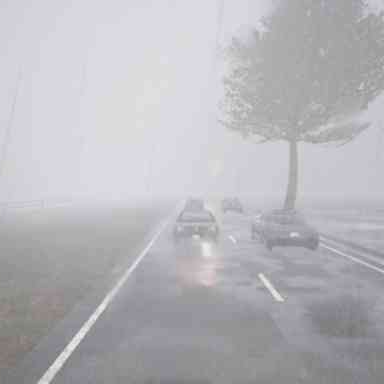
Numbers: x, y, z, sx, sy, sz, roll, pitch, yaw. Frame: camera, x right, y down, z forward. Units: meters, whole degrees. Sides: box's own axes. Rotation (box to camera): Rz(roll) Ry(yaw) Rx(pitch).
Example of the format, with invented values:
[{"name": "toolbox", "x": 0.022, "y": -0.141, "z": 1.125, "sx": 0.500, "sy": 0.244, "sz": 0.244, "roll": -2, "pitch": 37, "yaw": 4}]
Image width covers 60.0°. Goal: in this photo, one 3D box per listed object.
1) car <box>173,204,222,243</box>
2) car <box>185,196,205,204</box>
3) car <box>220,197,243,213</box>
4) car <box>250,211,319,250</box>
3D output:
[{"name": "car", "x": 0.185, "y": 1.464, "z": 15.262, "sx": 1.895, "sy": 1.301, "sz": 4.718, "roll": 0, "pitch": 1, "yaw": 0}, {"name": "car", "x": 0.276, "y": 1.123, "z": 34.074, "sx": 2.128, "sy": 1.511, "sz": 4.902, "roll": 0, "pitch": 1, "yaw": 0}, {"name": "car", "x": 3.773, "y": 1.231, "z": 32.351, "sx": 2.033, "sy": 1.411, "sz": 5.357, "roll": 0, "pitch": 1, "yaw": 0}, {"name": "car", "x": 3.689, "y": 1.469, "z": 13.898, "sx": 1.994, "sy": 1.385, "sz": 4.181, "roll": 0, "pitch": 1, "yaw": 0}]
